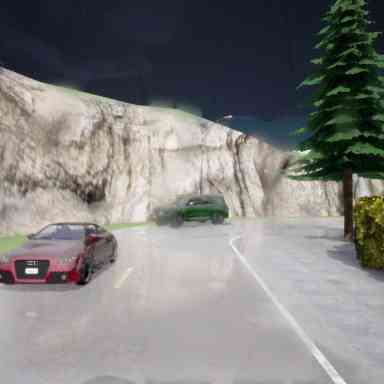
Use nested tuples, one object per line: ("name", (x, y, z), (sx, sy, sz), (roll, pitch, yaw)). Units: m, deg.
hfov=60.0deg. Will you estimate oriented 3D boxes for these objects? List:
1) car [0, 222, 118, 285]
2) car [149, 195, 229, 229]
("car", (-3.483, 1.564, 9.352), (1.994, 1.385, 4.181), (0, 0, 2))
("car", (-0.069, 1.223, 21.995), (5.566, 2.045, 2.150), (0, -1, -37))
